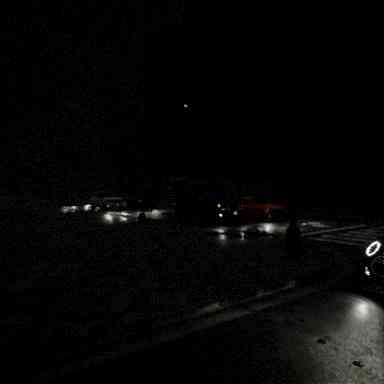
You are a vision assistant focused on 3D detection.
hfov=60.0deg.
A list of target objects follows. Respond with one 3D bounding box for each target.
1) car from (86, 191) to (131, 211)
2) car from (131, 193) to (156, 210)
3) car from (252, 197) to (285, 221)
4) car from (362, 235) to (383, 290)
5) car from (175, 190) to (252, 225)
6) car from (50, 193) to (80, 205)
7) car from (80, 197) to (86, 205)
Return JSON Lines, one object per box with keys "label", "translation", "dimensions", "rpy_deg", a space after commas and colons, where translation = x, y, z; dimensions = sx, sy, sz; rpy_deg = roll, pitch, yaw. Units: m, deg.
{"label": "car", "translation": [-8.997, 0.916, 35.306], "dimensions": [2.150, 2.045, 5.566], "rpy_deg": [-1, 1, -36]}
{"label": "car", "translation": [-5.752, 0.995, 36.375], "dimensions": [2.097, 1.767, 4.553], "rpy_deg": [-1, 0, -36]}
{"label": "car", "translation": [4.039, 1.087, 22.896], "dimensions": [1.882, 1.535, 5.008], "rpy_deg": [-1, 1, -36]}
{"label": "car", "translation": [5.732, 1.113, 7.312], "dimensions": [4.553, 1.767, 2.097], "rpy_deg": [-2, 1, -35]}
{"label": "car", "translation": [0.971, 0.883, 21.625], "dimensions": [2.150, 2.045, 5.566], "rpy_deg": [-1, 0, -34]}
{"label": "car", "translation": [-18.742, 1.059, 48.881], "dimensions": [2.128, 1.511, 4.902], "rpy_deg": [-1, 1, -36]}
{"label": "car", "translation": [-16.091, 1.344, 50.771], "dimensions": [1.895, 1.301, 4.718], "rpy_deg": [-1, 1, -36]}
